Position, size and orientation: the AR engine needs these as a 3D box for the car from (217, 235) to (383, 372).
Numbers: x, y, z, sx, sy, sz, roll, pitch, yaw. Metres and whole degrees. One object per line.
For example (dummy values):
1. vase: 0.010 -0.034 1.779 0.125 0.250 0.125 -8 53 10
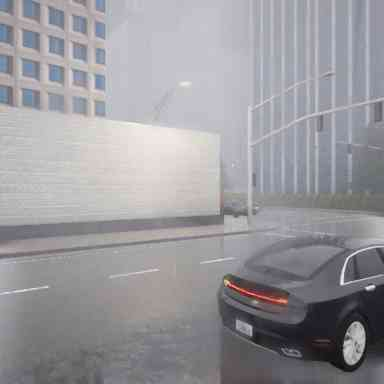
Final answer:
1. car: 2.655 1.505 5.692 4.892 1.490 1.837 0 0 -35

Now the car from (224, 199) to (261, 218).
1. car: 3.600 1.603 31.571 2.033 1.411 5.357 0 0 -36

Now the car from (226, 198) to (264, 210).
1. car: 7.089 1.603 45.071 2.033 1.411 5.357 0 0 -36

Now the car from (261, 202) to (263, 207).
1. car: 5.163 1.547 35.403 2.128 1.511 4.902 0 0 -36
